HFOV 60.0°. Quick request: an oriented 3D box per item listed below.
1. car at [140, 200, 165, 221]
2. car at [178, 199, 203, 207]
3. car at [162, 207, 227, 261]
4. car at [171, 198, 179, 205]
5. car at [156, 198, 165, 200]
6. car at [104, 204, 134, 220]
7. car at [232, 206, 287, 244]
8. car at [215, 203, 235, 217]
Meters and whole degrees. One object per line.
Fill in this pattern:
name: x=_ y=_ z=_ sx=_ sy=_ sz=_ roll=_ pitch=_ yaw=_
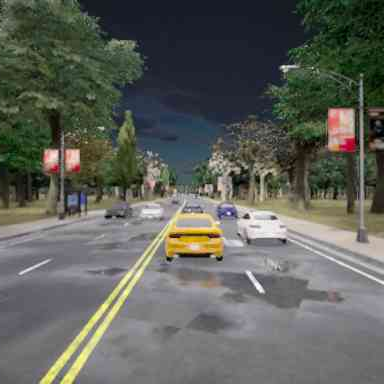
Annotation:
car: x=-3.396 y=1.748 z=29.314 sx=1.812 sy=1.442 sz=4.674 roll=0 pitch=0 yaw=0
car: x=0.045 y=1.726 z=30.959 sx=2.128 sy=1.511 sz=4.902 roll=0 pitch=0 yaw=0
car: x=0.082 y=1.575 z=12.760 sx=1.882 sy=1.535 sz=5.008 roll=0 pitch=0 yaw=0
car: x=-3.508 y=2.055 z=70.674 sx=2.033 sy=1.411 sz=5.357 roll=0 pitch=0 yaw=0
car: x=-6.761 y=1.989 z=71.066 sx=1.882 sy=1.535 sz=5.008 roll=0 pitch=0 yaw=0
car: x=-6.651 y=1.783 z=30.959 sx=2.033 sy=1.411 sz=5.357 roll=0 pitch=0 yaw=0
car: x=3.331 y=1.650 z=16.405 sx=1.812 sy=1.442 sz=4.674 roll=0 pitch=0 yaw=0
car: x=3.291 y=1.768 z=32.043 sx=1.812 sy=1.442 sz=4.674 roll=0 pitch=0 yaw=0
